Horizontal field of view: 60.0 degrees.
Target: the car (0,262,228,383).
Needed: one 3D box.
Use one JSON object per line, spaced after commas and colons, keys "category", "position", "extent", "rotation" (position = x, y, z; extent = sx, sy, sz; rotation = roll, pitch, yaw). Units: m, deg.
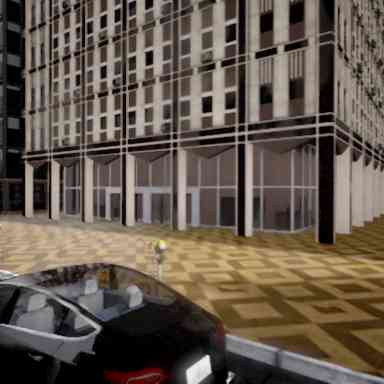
{"category": "car", "position": [-1.633, 1.558, 4.038], "extent": [4.313, 1.339, 1.947], "rotation": [0, 0, 35]}
